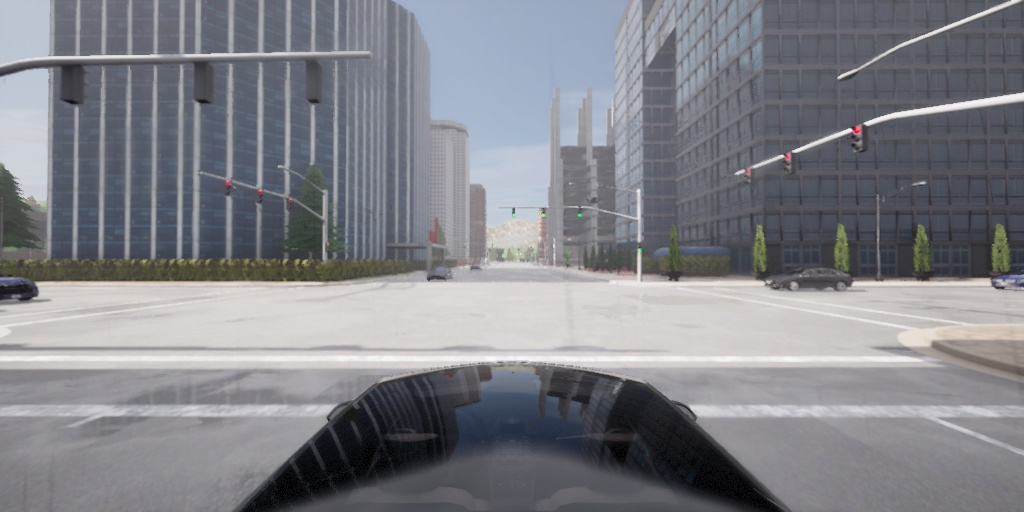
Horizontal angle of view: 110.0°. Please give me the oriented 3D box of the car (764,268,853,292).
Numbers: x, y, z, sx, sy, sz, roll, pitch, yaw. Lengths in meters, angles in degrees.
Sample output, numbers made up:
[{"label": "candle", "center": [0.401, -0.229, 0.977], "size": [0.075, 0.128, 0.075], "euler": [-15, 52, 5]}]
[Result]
[{"label": "car", "center": [19.251, 1.523, 23.397], "size": [4.892, 1.490, 1.837], "euler": [0, -1, 2]}]

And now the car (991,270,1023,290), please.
[{"label": "car", "center": [34.232, 1.543, 23.236], "size": [4.674, 1.442, 1.812], "euler": [0, -1, 1]}]

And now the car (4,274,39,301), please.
[{"label": "car", "center": [-25.202, 1.288, 16.656], "size": [4.553, 1.767, 2.097], "euler": [0, -1, 1]}]

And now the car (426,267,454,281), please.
[{"label": "car", "center": [-7.001, 1.748, 35.397], "size": [2.033, 1.411, 5.357], "euler": [0, 0, 0]}]

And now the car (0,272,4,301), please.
[{"label": "car", "center": [-22.469, 1.245, 13.127], "size": [4.553, 1.767, 2.097], "euler": [0, -1, 1]}]
